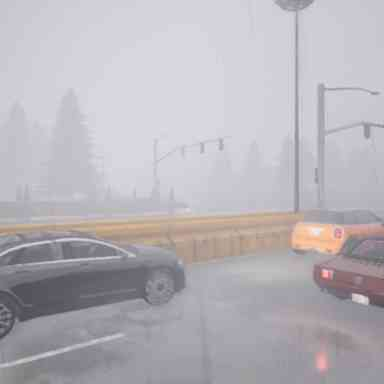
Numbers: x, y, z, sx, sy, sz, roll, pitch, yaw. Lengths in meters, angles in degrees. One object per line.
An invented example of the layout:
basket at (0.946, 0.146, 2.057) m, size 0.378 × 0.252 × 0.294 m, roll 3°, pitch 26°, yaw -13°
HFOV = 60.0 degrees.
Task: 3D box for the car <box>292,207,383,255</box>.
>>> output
car at (5.736, 1.341, 12.101) m, size 4.553 × 1.767 × 2.097 m, roll 0°, pitch 0°, yaw -35°

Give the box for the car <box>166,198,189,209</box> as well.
car at (-2.264, 1.536, 45.292) m, size 1.994 × 1.385 × 4.181 m, roll 0°, pitch 0°, yaw -35°

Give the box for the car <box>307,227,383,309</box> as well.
car at (4.770, 1.593, 7.124) m, size 4.718 × 1.301 × 1.895 m, roll 0°, pitch 0°, yaw -35°

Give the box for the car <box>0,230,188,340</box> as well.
car at (-2.345, 1.488, 6.361) m, size 4.902 × 1.511 × 2.128 m, roll 0°, pitch 0°, yaw -35°
